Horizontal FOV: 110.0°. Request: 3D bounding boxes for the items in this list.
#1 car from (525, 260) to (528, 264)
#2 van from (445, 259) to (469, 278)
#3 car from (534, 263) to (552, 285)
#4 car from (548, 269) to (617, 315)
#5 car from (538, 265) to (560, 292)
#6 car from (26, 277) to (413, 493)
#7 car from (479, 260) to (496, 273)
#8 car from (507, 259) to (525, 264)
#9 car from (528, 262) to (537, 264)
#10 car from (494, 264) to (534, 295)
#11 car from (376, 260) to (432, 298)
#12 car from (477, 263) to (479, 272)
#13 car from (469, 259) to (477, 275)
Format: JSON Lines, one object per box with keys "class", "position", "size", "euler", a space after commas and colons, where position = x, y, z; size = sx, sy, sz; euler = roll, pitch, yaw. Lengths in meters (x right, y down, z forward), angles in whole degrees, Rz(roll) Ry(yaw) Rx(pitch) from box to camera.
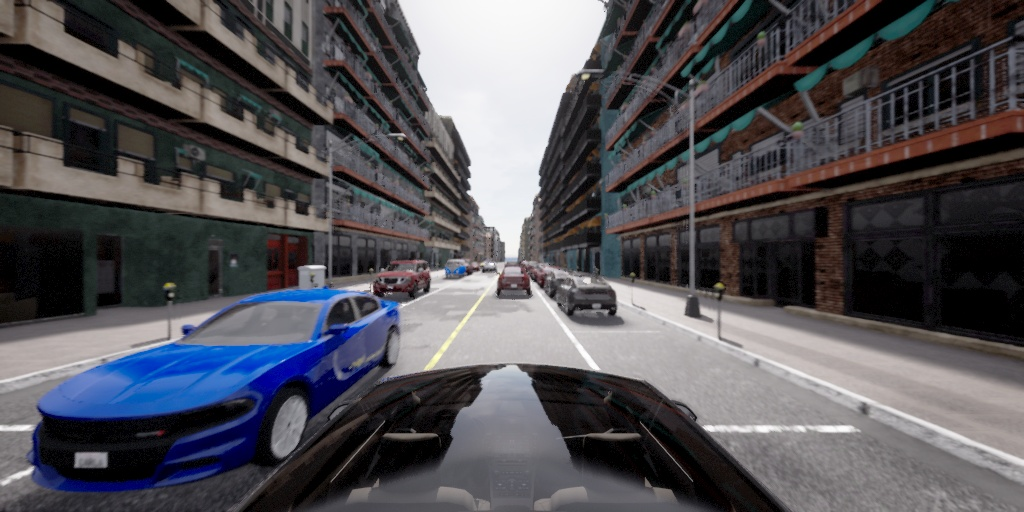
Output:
{"class": "car", "position": [2.692, 1.446, 47.529], "size": [1.967, 1.591, 4.097], "euler": [0, 0, 0]}
{"class": "van", "position": [-5.689, 1.271, 36.233], "size": [1.690, 1.789, 3.998], "euler": [0, 0, 0]}
{"class": "car", "position": [2.691, 1.412, 24.888], "size": [1.888, 1.381, 4.507], "euler": [0, 0, 0]}
{"class": "car", "position": [2.691, 1.360, 13.563], "size": [2.007, 1.370, 4.403], "euler": [0, 0, 0]}
{"class": "car", "position": [2.691, 1.389, 19.226], "size": [2.007, 1.370, 4.403], "euler": [0, 0, 0]}
{"class": "car", "position": [-3.100, 1.245, 5.138], "size": [1.882, 1.535, 5.008], "euler": [0, 0, 0]}
{"class": "car", "position": [-3.004, 1.578, 48.457], "size": [1.994, 1.385, 4.181], "euler": [0, 0, 0]}
{"class": "car", "position": [0.101, 1.330, 43.420], "size": [2.097, 1.767, 4.553], "euler": [0, 0, 0]}
{"class": "car", "position": [2.691, 1.338, 30.548], "size": [1.967, 1.591, 4.097], "euler": [0, 0, 0]}
{"class": "car", "position": [0.101, 1.372, 20.694], "size": [1.812, 1.442, 4.674], "euler": [0, 0, 0]}
{"class": "car", "position": [-5.690, 1.154, 19.247], "size": [2.192, 1.841, 5.009], "euler": [0, 0, 0]}
{"class": "car", "position": [-5.688, 1.593, 53.215], "size": [1.888, 1.381, 4.507], "euler": [0, 0, 0]}
{"class": "car", "position": [-5.689, 1.283, 41.892], "size": [2.192, 1.841, 5.009], "euler": [0, 0, 0]}
